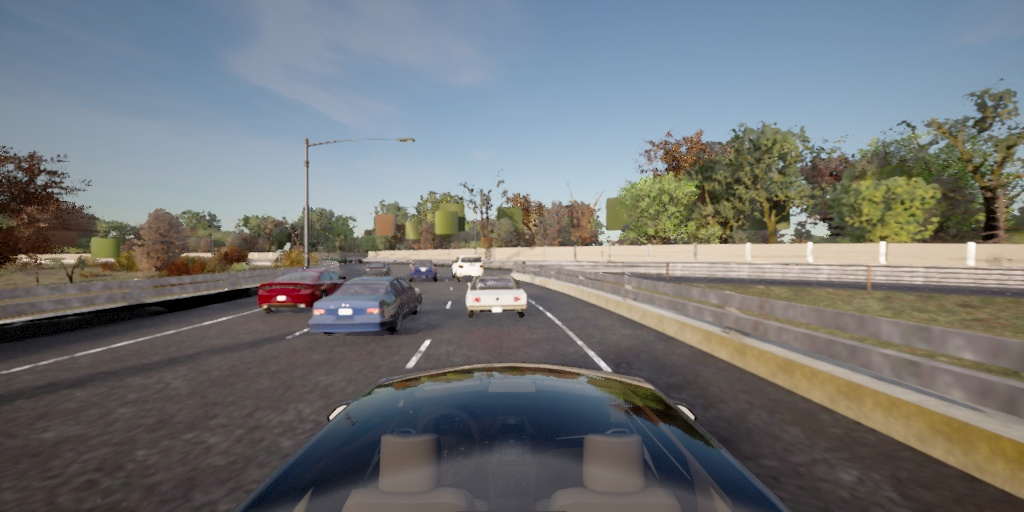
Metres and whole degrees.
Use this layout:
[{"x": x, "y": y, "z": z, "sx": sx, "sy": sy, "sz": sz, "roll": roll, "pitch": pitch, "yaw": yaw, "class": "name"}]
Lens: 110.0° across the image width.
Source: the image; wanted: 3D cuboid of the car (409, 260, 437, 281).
[{"x": -7.283, "y": 1.076, "z": 29.383, "sx": 2.097, "sy": 1.767, "sz": 4.553, "roll": 0, "pitch": 0, "yaw": -15, "class": "car"}]

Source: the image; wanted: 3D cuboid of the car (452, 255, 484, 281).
[{"x": -3.628, "y": 0.933, "z": 29.353, "sx": 2.150, "sy": 2.045, "sz": 5.566, "roll": 0, "pitch": 0, "yaw": -14, "class": "car"}]

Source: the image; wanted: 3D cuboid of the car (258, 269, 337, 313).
[{"x": -7.855, "y": 1.237, "z": 14.184, "sx": 1.882, "sy": 1.535, "sz": 5.008, "roll": 0, "pitch": 0, "yaw": -7, "class": "car"}]

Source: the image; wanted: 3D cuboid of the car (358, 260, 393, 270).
[{"x": -10.800, "y": 1.233, "z": 29.032, "sx": 2.128, "sy": 1.511, "sz": 4.902, "roll": 0, "pitch": 0, "yaw": -15, "class": "car"}]

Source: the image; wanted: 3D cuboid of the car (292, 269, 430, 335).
[{"x": -3.940, "y": 1.297, "z": 10.560, "sx": 2.033, "sy": 1.411, "sz": 5.357, "roll": 0, "pitch": 0, "yaw": -5, "class": "car"}]

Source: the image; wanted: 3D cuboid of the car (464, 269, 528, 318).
[{"x": -0.666, "y": 1.331, "z": 12.982, "sx": 1.895, "sy": 1.301, "sz": 4.718, "roll": 0, "pitch": 0, "yaw": -6, "class": "car"}]
